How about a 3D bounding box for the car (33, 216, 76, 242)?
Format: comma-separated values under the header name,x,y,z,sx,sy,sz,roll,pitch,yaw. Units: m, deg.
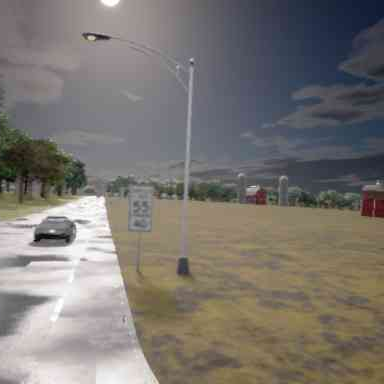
name,x,y,z,sx,sy,sz,roll,pitch,yaw
car,-8.083,2.143,19.902,1.994,1.385,4.181,3,-3,-15
